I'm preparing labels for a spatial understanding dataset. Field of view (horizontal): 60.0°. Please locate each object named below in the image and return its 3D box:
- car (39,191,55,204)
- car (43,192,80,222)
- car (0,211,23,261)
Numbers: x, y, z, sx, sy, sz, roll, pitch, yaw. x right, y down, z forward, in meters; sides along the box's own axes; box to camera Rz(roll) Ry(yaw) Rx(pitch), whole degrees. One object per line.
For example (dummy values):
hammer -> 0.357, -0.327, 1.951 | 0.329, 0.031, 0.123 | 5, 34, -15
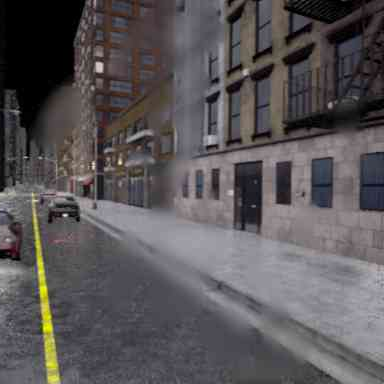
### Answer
car -> -16.536, 0.602, 38.425 | 2.128, 1.511, 4.902 | 0, 1, -25
car -> -8.329, 1.024, 21.361 | 1.837, 1.490, 4.892 | 0, 1, -25
car -> -6.449, 1.291, 10.457 | 1.994, 1.385, 4.181 | 0, 1, -26
